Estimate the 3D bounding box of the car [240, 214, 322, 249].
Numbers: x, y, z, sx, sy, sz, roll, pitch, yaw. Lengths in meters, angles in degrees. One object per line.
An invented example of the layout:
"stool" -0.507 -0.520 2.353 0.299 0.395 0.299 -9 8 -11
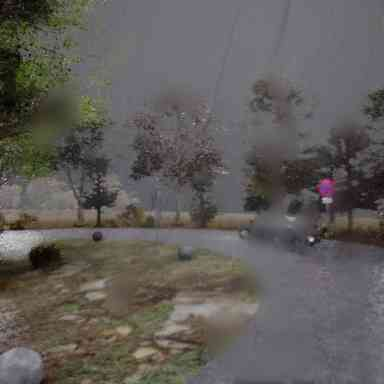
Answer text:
"car" 4.161 1.833 16.403 1.837 1.490 4.892 1 -2 -22
